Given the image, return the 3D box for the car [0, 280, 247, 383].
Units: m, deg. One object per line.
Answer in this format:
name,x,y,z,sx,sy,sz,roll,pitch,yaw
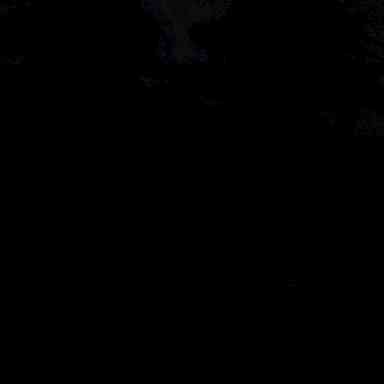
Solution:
car,-2.006,1.545,2.563,5.357,1.411,2.033,1,0,-35
